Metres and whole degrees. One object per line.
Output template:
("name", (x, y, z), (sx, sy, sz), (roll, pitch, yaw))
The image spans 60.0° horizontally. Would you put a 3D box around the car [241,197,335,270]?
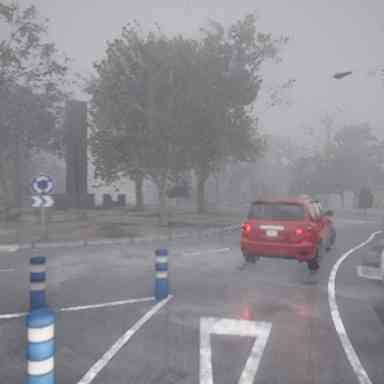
("car", (3.439, 1.195, 11.345), (2.150, 2.045, 5.566), (0, 0, 28))
